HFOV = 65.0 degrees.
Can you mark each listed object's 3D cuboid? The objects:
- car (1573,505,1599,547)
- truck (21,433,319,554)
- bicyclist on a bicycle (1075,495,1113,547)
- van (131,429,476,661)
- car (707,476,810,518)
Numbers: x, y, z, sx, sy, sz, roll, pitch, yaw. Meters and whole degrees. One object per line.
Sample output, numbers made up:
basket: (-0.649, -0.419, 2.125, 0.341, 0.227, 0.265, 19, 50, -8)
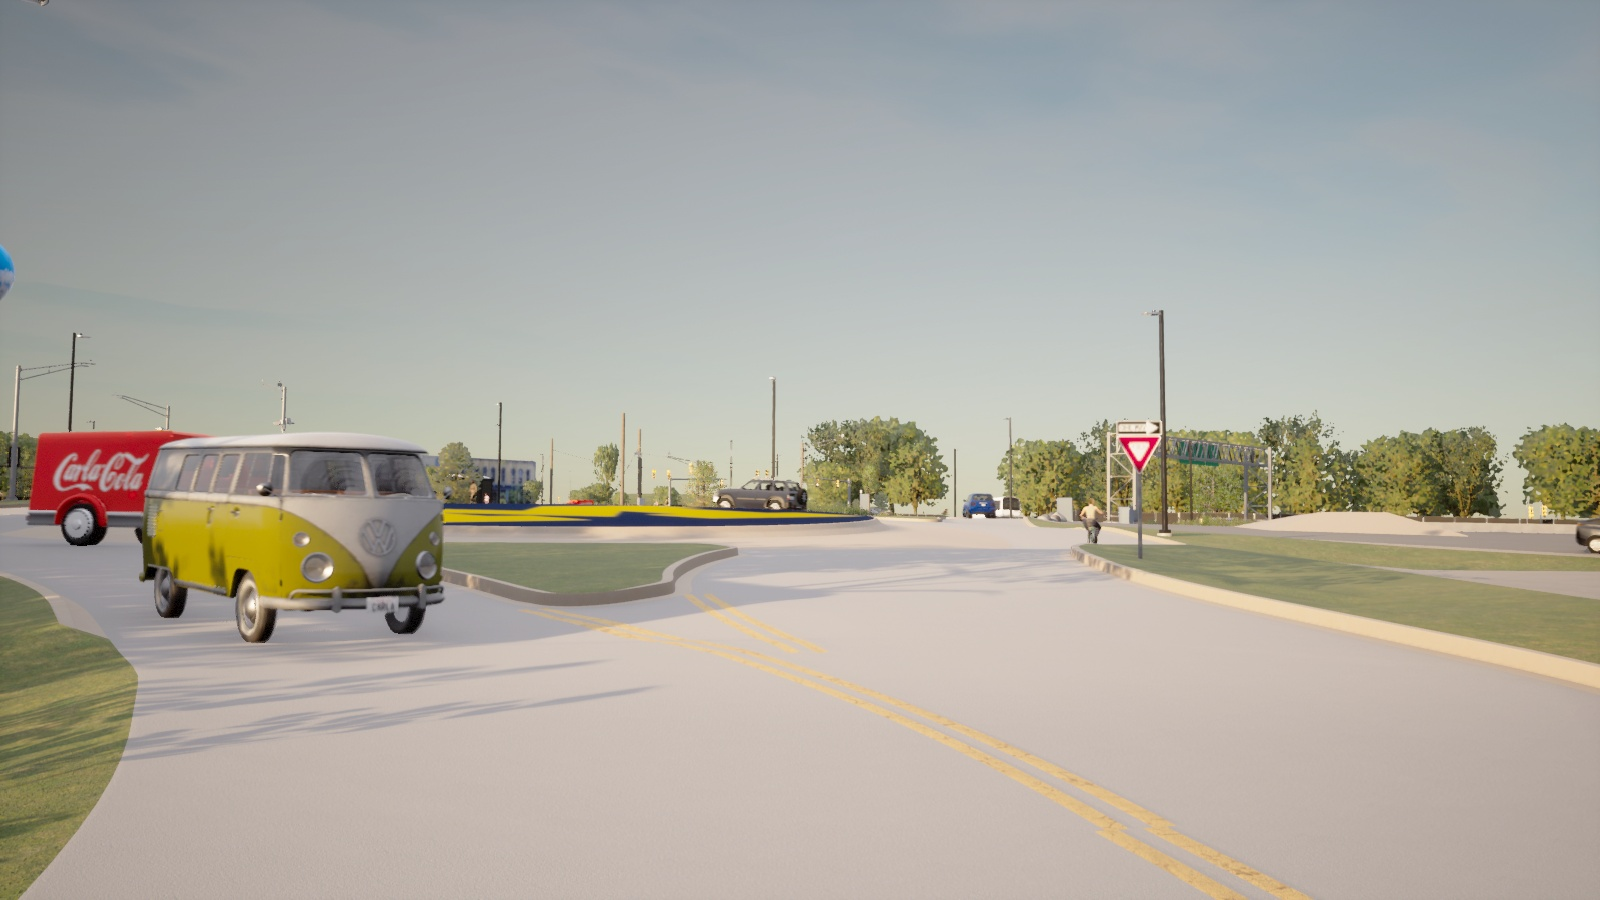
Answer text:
car: (31.795, 2.903, 47.084, 4.514, 1.525, 2.007, 0, -1, 41)
truck: (-13.642, 0.990, 27.385, 5.204, 2.467, 2.627, 0, -4, 12)
bicyclist on a bicycle: (9.371, 2.271, 39.989, 0.866, 1.612, 1.509, -3, -5, 23)
van: (-5.289, 0.873, 13.030, 1.775, 1.987, 4.442, 3, -3, -43)
car: (-2.052, 2.301, 61.660, 4.605, 1.855, 1.932, 1, -3, 28)
